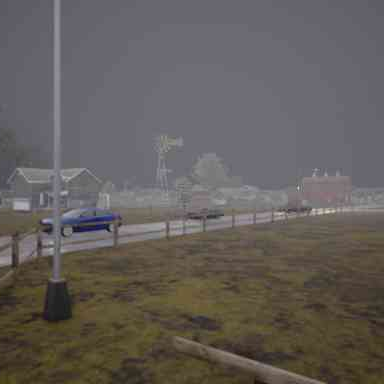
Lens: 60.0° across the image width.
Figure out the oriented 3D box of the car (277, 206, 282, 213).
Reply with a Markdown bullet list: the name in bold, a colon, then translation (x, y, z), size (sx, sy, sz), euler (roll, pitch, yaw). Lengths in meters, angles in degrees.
- **car**: translation (14.289, 2.319, 48.990), size (2.033, 1.411, 5.357), euler (0, -1, 35)

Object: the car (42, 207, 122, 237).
- **car**: translation (-6.454, 1.695, 19.725), size (1.882, 1.535, 5.008), euler (0, -1, 36)

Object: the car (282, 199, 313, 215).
- **car**: translation (14.311, 1.931, 44.058), size (2.150, 2.045, 5.566), euler (0, -1, 35)

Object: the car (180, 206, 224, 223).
- **car**: translation (0.963, 1.988, 30.216), size (1.895, 1.301, 4.718), euler (0, -1, 35)
